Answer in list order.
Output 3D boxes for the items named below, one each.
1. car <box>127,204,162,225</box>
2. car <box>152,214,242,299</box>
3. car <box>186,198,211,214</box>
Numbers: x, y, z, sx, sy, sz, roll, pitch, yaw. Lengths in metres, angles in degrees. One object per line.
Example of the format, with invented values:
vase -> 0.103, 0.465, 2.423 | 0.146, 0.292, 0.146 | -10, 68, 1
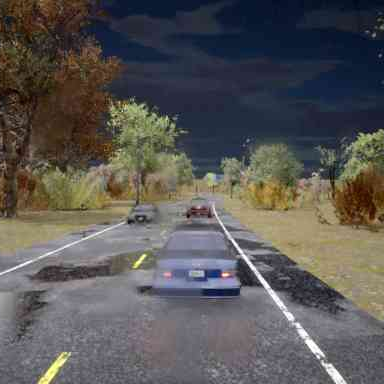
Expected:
car -> -3.265, 1.543, 23.521 | 1.994, 1.385, 4.181 | 0, 0, 2
car -> 0.139, 1.542, 8.622 | 2.033, 1.411, 5.357 | 0, 0, 1
car -> 0.641, 1.326, 29.930 | 2.097, 1.767, 4.553 | 0, 0, 2
